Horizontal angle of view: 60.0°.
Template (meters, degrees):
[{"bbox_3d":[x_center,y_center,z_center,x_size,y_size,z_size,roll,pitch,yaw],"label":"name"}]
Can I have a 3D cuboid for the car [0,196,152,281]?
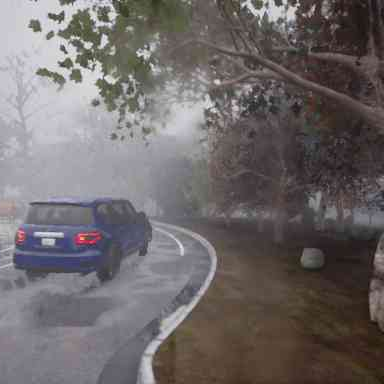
[{"bbox_3d":[-2.778,1.157,9.845,2.150,2.045,5.566,1,0,7],"label":"car"}]
